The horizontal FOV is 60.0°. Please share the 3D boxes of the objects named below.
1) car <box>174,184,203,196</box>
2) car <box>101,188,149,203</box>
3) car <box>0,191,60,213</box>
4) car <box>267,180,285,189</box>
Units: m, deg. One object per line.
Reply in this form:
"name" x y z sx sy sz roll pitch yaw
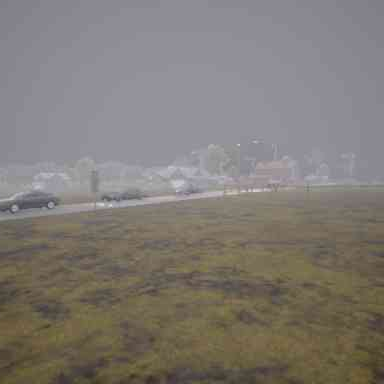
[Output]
"car" -0.416 -0.328 43.429 2.128 1.511 4.902 1 3 36
"car" -6.869 0.257 34.576 2.033 1.411 5.357 1 3 36
"car" -12.936 0.723 26.244 1.837 1.490 4.892 1 3 36
"car" 15.156 -1.341 59.844 1.882 1.535 5.008 1 3 36
